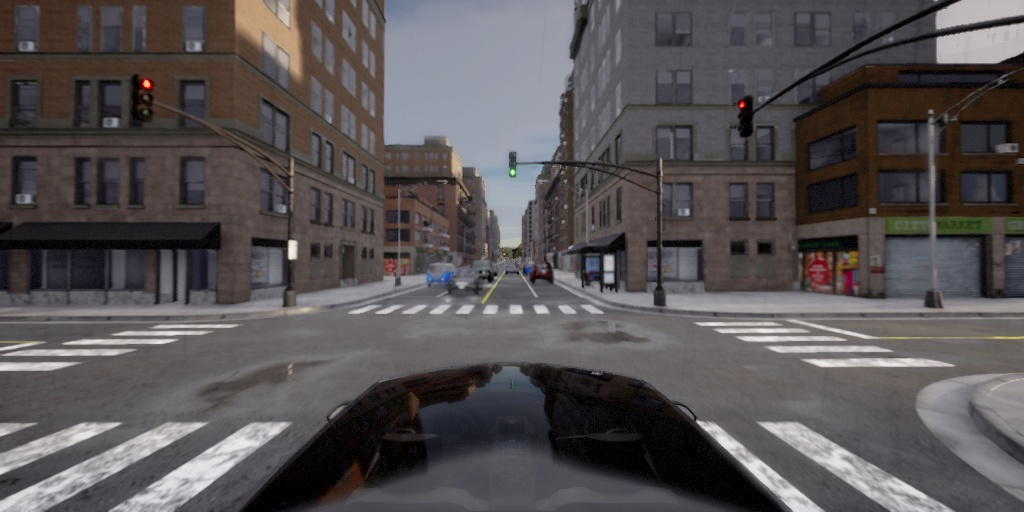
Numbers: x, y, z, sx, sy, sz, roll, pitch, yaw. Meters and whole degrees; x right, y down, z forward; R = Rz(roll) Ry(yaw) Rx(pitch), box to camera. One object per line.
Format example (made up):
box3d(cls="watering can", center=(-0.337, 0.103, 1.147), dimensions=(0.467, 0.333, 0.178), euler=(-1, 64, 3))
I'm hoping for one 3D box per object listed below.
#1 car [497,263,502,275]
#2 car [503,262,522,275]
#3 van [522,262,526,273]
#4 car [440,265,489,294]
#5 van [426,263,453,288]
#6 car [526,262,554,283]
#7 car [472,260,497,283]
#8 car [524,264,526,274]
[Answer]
box3d(cls="car", center=(-2.830, 1.932, 47.540), dimensions=(2.033, 1.411, 5.357), euler=(0, -1, 0))
box3d(cls="car", center=(0.049, 2.015, 52.362), dimensions=(1.994, 1.385, 4.181), euler=(0, -1, 0))
box3d(cls="van", center=(2.686, 1.748, 49.148), dimensions=(1.690, 1.789, 3.998), euler=(0, 0, 0))
box3d(cls="car", center=(-2.854, 1.534, 22.790), dimensions=(2.128, 1.511, 4.902), euler=(0, -1, 0))
box3d(cls="van", center=(-5.411, 1.448, 27.523), dimensions=(1.690, 1.789, 3.998), euler=(0, 0, 0))
box3d(cls="car", center=(2.702, 1.498, 32.931), dimensions=(2.192, 1.841, 5.009), euler=(0, 0, 0))
box3d(cls="car", center=(-2.850, 1.417, 33.881), dimensions=(2.150, 2.045, 5.566), euler=(0, -1, 1))
box3d(cls="car", center=(2.696, 1.808, 38.337), dimensions=(2.007, 1.370, 4.403), euler=(0, 0, 0))
